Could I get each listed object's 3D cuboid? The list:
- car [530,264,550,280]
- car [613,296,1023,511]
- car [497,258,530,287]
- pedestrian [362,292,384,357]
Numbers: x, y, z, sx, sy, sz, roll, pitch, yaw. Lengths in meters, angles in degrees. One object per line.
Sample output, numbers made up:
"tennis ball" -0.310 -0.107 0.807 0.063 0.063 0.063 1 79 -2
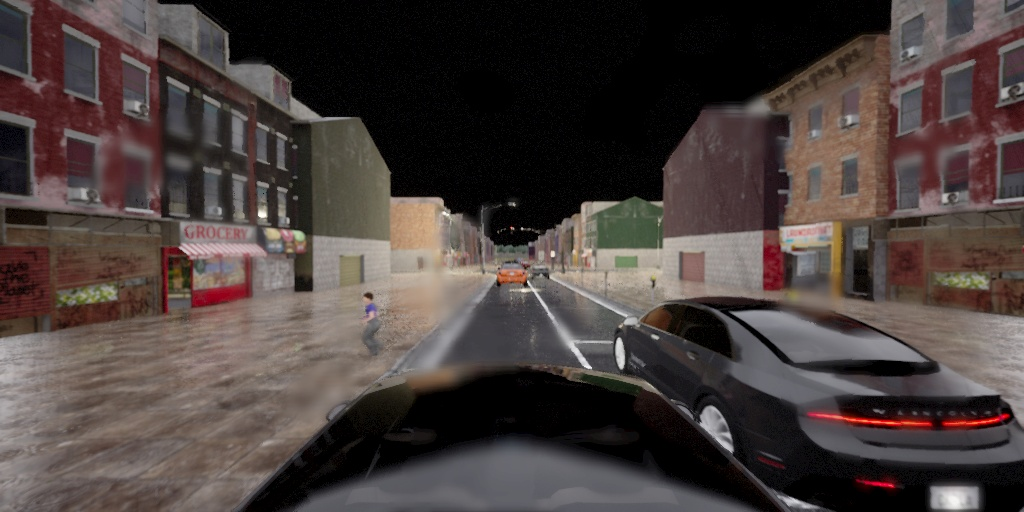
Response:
"car" 2.564 1.434 33.456 2.007 1.370 4.403 0 0 0
"car" 2.744 1.267 4.648 1.837 1.490 4.892 0 0 0
"car" 0.010 1.202 25.890 2.097 1.767 4.553 0 0 0
"pedestrian" -2.549 1.191 6.635 0.375 1.300 0.375 -1 1 -10
